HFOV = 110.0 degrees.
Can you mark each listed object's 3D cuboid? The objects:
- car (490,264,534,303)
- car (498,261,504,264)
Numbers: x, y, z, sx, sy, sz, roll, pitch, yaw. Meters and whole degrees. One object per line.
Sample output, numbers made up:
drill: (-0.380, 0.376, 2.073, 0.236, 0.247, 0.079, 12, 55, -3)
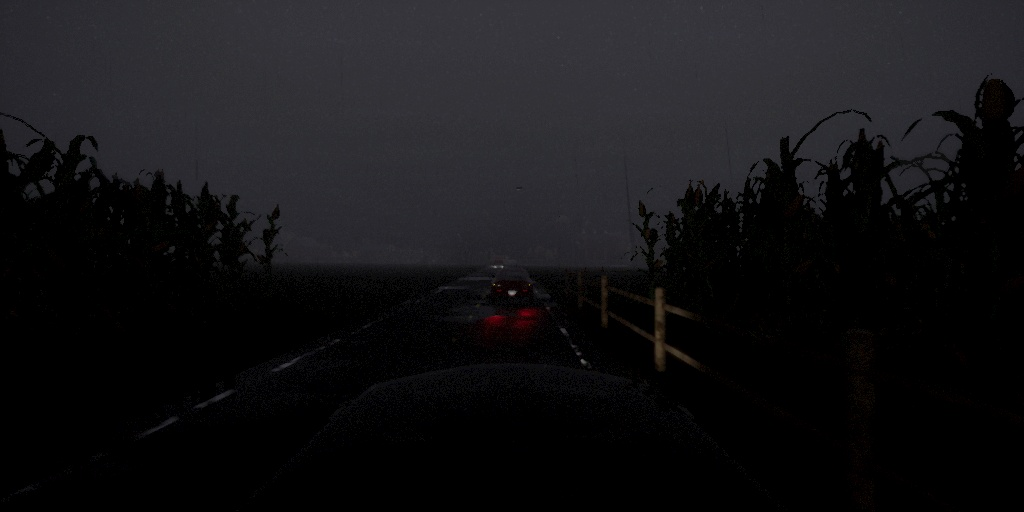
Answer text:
car: (0.000, 1.282, 16.502, 1.812, 1.442, 4.674, 0, 0, 0)
car: (0.000, 1.374, 31.533, 1.895, 1.301, 4.718, 0, 0, 0)
